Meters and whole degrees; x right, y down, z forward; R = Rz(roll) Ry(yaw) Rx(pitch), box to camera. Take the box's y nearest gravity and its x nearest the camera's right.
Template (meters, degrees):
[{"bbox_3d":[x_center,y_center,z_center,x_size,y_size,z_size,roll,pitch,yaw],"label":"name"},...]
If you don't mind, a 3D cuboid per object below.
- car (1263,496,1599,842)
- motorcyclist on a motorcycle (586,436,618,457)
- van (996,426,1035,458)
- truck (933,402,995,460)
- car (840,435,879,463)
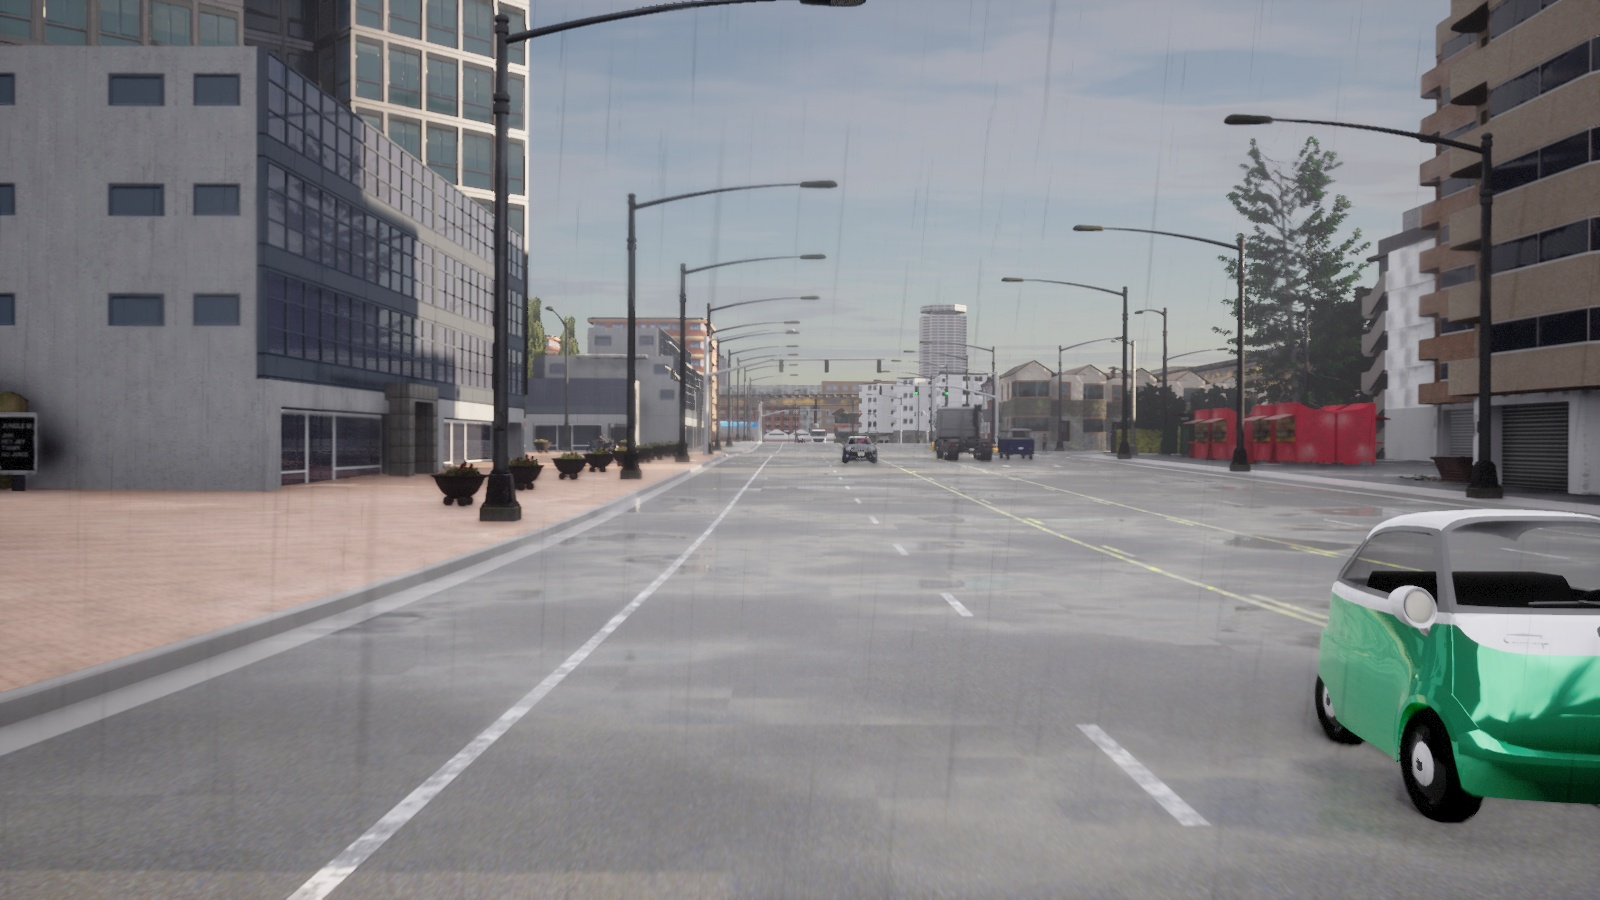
[{"bbox_3d":[3.485,0.947,6.310,1.481,1.376,2.207,0,-1,0],"label":"car"},{"bbox_3d":[-14.680,-0.292,93.093,2.191,1.530,0.866,0,0,0],"label":"motorcyclist on a motorcycle"},{"bbox_3d":[13.798,-0.510,80.661,1.775,1.987,4.442,0,1,0],"label":"van"},{"bbox_3d":[10.298,-1.208,79.535,2.891,3.462,7.936,0,1,0],"label":"truck"},{"bbox_3d":[3.325,-0.070,70.454,1.970,1.475,3.806,0,1,0],"label":"car"}]
